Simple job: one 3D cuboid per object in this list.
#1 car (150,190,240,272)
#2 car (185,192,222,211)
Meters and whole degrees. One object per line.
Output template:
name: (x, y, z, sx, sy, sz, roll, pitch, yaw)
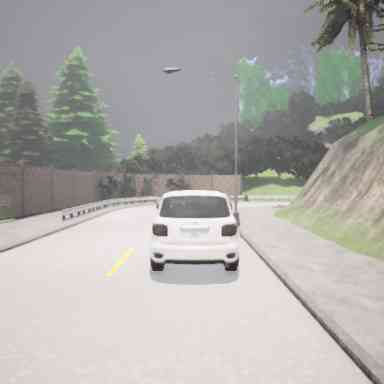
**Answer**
car: (0.070, 0.927, 9.904, 2.150, 2.045, 5.566, 0, 2, 0)
car: (1.110, 0.761, 28.552, 1.895, 1.301, 4.718, 0, 2, 19)
